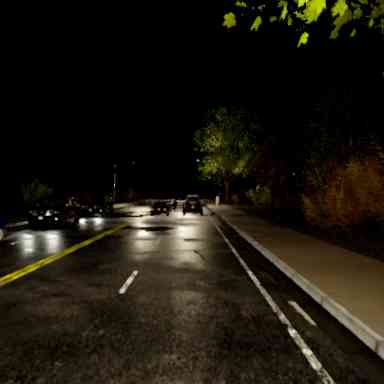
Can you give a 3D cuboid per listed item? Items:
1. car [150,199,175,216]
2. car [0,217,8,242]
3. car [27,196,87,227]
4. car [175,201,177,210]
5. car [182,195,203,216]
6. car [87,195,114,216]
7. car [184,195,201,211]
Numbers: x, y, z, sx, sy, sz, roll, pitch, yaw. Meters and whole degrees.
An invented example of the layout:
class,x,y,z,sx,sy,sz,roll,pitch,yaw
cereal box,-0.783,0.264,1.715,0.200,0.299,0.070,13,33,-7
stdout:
class,x,y,z,sx,sy,sz,roll,pitch,yaw
car,-3.168,1.702,34.228,2.033,1.411,5.357,0,0,0
car,-9.806,1.545,13.945,1.882,1.535,5.008,0,0,0
car,-9.778,1.335,24.224,2.150,2.045,5.566,0,0,0
car,-3.121,1.695,46.479,2.128,1.511,4.902,0,0,1
car,0.083,1.508,34.607,2.097,1.767,4.553,0,0,0
car,-9.714,1.380,34.698,2.150,2.045,5.566,0,0,1
car,0.117,1.422,45.549,2.150,2.045,5.566,0,0,0
